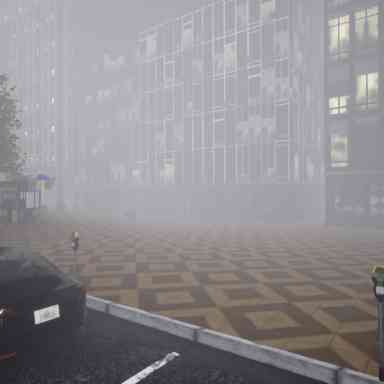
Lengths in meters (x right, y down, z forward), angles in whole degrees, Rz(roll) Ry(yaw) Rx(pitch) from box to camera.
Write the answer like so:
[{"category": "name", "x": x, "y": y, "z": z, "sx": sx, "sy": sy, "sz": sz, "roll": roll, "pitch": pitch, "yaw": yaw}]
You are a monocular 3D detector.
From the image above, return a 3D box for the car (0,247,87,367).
[{"category": "car", "x": -3.507, "y": 1.566, "z": 5.371, "sx": 4.313, "sy": 1.339, "sz": 1.947, "roll": 0, "pitch": 0, "yaw": 35}]
